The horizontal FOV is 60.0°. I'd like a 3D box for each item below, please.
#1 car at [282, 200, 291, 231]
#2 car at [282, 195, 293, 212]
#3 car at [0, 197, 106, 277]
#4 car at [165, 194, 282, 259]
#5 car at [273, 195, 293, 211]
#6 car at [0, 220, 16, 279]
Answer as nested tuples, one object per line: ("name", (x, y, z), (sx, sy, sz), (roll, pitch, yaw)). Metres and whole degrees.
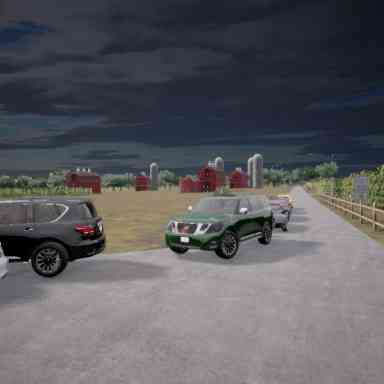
("car", (4.440, 1.372, 18.969), (1.994, 1.385, 4.181), (0, 0, 17))
("car", (6.298, 1.225, 24.700), (1.882, 1.535, 5.008), (0, 0, 18))
("car", (-5.351, 1.223, 9.582), (5.566, 2.045, 2.150), (-1, 1, -4))
("car", (1.316, 1.103, 12.648), (2.150, 2.045, 5.566), (0, 0, 34))
("car", (10.049, 1.095, 36.444), (1.882, 1.535, 5.008), (0, 1, 18))
("car", (-6.382, 1.613, 6.709), (4.674, 1.442, 1.812), (-2, 2, -35))
